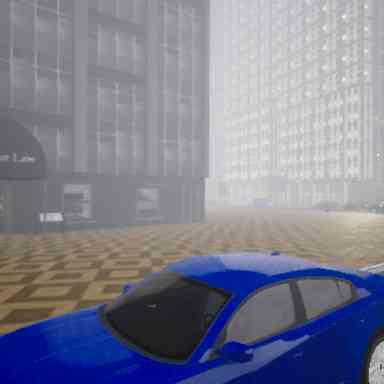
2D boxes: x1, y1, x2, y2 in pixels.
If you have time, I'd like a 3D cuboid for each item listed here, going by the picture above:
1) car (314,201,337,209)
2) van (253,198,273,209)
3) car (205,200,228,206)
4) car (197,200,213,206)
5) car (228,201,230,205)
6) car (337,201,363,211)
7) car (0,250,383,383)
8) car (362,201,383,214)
[{"bbox_3d":[21.893,2.085,54.207,1.947,1.339,4.313,-1,-1,-24],"label":"car"},{"bbox_3d":[11.949,1.924,55.961,1.690,1.788,3.998,-1,-1,-24],"label":"van"},{"bbox_3d":[5.122,2.424,71.387,2.008,1.369,4.403,-1,-1,-24],"label":"car"},{"bbox_3d":[2.913,2.495,76.375,1.752,1.417,4.829,-1,-1,-24],"label":"car"},{"bbox_3d":[8.232,2.686,85.065,1.802,1.307,4.206,-1,-1,-24],"label":"car"},{"bbox_3d":[24.169,1.991,49.065,1.947,1.339,4.313,-1,-1,-24],"label":"car"},{"bbox_3d":[0.341,1.473,3.547,5.008,1.535,1.882,0,0,-35],"label":"car"},{"bbox_3d":[21.060,1.759,35.386,2.008,1.369,4.403,-1,-1,-24],"label":"car"}]
